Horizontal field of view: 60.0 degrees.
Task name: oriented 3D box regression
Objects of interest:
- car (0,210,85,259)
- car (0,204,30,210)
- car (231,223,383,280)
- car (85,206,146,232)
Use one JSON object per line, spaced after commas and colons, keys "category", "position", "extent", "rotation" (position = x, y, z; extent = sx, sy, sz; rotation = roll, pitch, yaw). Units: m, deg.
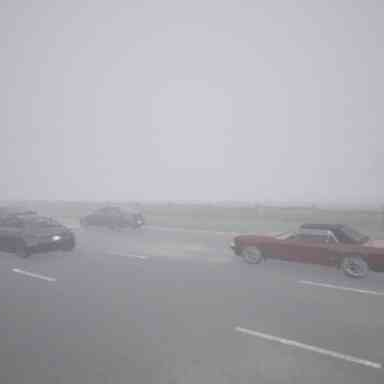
{"category": "car", "position": [-6.392, 1.593, 12.847], "extent": [4.181, 1.385, 1.994], "rotation": [0, 0, 35]}
{"category": "car", "position": [-11.650, 1.528, 20.894], "extent": [5.008, 1.535, 1.882], "rotation": [0, 0, 35]}
{"category": "car", "position": [3.586, 1.607, 10.032], "extent": [4.718, 1.301, 1.895], "rotation": [0, 0, 35]}
{"category": "car", "position": [-4.884, 1.562, 20.370], "extent": [4.674, 1.442, 1.812], "rotation": [0, 0, 35]}
